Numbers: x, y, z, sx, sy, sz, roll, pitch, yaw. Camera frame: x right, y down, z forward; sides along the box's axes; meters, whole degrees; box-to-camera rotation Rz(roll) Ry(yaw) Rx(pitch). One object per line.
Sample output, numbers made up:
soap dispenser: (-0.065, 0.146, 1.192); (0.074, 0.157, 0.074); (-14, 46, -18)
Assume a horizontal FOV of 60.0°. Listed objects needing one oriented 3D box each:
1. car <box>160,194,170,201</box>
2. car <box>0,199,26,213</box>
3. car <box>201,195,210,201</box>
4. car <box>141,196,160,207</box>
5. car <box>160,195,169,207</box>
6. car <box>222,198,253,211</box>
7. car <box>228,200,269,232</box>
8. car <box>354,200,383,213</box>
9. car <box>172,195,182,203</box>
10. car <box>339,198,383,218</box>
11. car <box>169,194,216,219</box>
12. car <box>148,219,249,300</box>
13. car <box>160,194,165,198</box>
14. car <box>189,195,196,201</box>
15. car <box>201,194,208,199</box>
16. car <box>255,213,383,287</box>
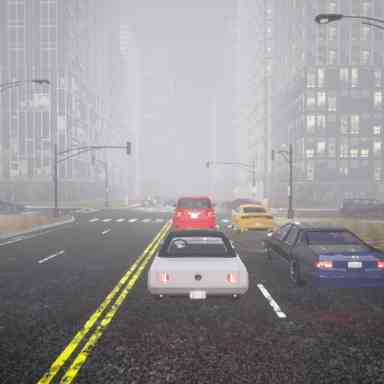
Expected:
car: (-6.423, 1.279, 80.617); (2.097, 1.767, 4.553); (0, 0, 0)
car: (-19.360, 1.406, 33.970); (4.181, 1.385, 1.994); (1, 1, 1)
car: (3.330, 1.454, 81.564); (2.033, 1.411, 5.357); (0, 0, 0)
car: (-6.546, 1.454, 50.743); (2.128, 1.511, 4.902); (0, 0, 0)
car: (-3.290, 1.526, 51.177); (1.994, 1.385, 4.181); (0, 0, 0)
car: (5.805, 1.455, 39.193); (5.008, 1.535, 1.882); (2, 3, 39)
car: (3.372, 1.467, 19.175); (1.882, 1.535, 5.008); (0, 0, 1)
car: (21.848, 1.640, 39.043); (4.829, 1.417, 1.752); (1, 0, 1)
car: (-3.182, 1.462, 71.526); (2.128, 1.511, 4.902); (0, 0, 0)
car: (16.231, 1.517, 30.762); (5.009, 1.841, 2.192); (1, 0, 1)
car: (0.117, 1.211, 18.088); (2.150, 2.045, 5.566); (0, 0, 0)
car: (0.109, 1.597, 8.329); (1.895, 1.301, 4.718); (0, 0, 0)
car: (-6.495, 1.429, 60.417); (1.882, 1.535, 5.008); (0, 0, -1)
car: (0.079, 1.446, 82.183); (1.812, 1.442, 4.674); (0, 0, 0)
car: (3.339, 1.262, 91.981); (1.812, 1.442, 4.674); (0, 0, 0)
car: (3.364, 1.543, 9.356); (2.033, 1.411, 5.357); (0, 0, 0)
